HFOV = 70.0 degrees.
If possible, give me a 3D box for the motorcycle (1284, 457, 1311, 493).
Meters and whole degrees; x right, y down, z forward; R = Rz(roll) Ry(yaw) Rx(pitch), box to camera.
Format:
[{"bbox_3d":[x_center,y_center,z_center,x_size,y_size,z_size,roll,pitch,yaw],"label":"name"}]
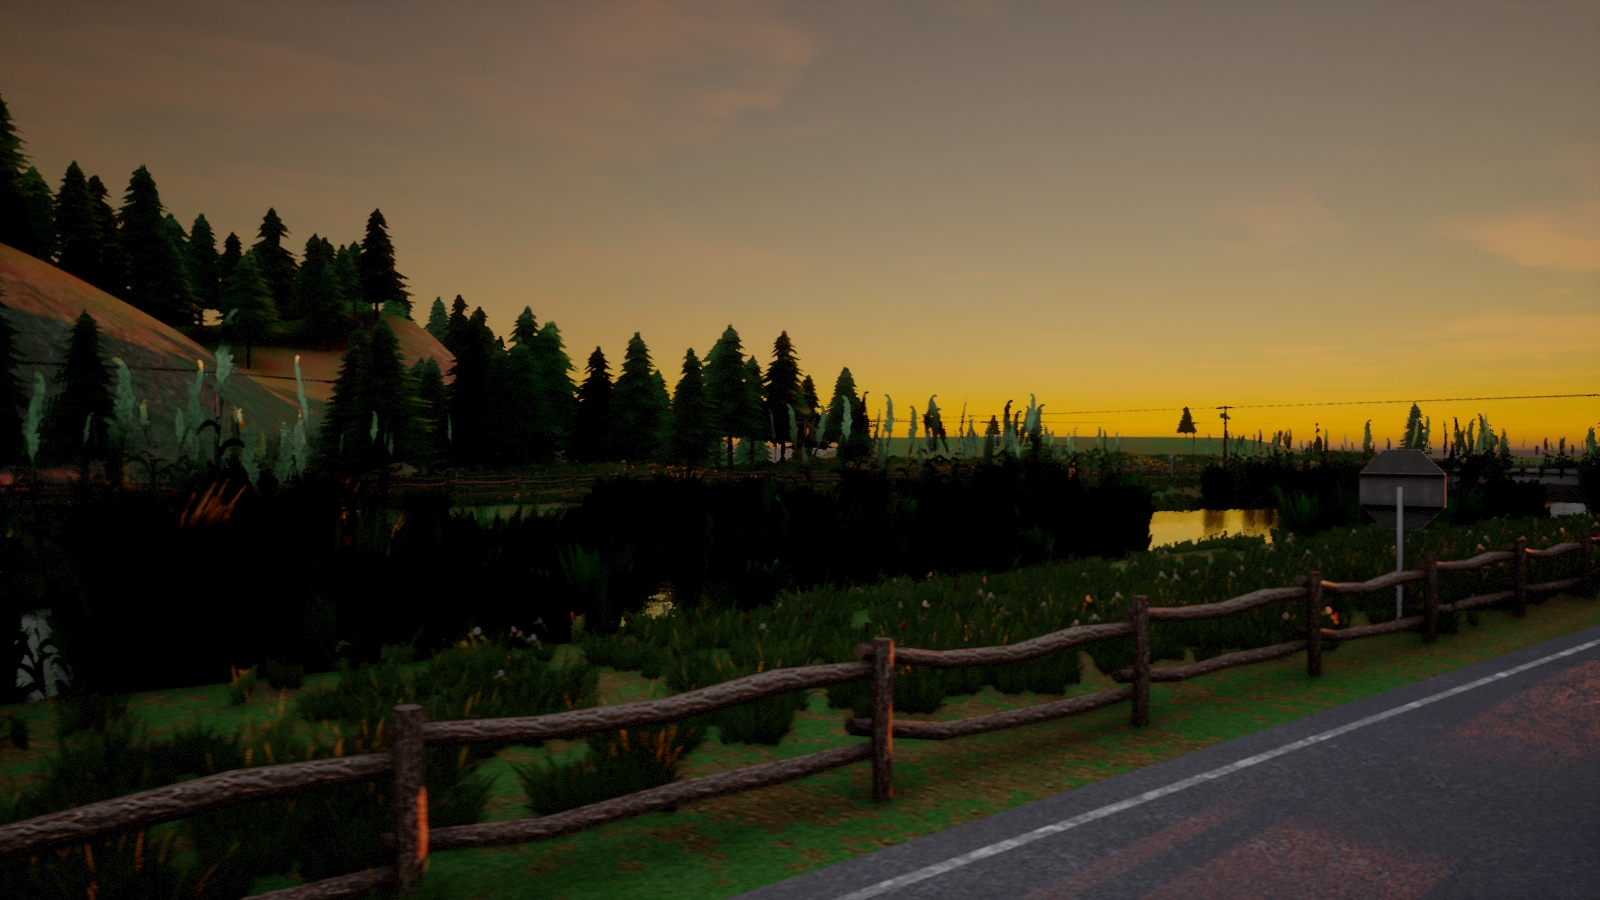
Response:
[{"bbox_3d":[32.498,1.624,74.554,2.033,2.348,0.803,0,0,-40],"label":"motorcycle"}]
